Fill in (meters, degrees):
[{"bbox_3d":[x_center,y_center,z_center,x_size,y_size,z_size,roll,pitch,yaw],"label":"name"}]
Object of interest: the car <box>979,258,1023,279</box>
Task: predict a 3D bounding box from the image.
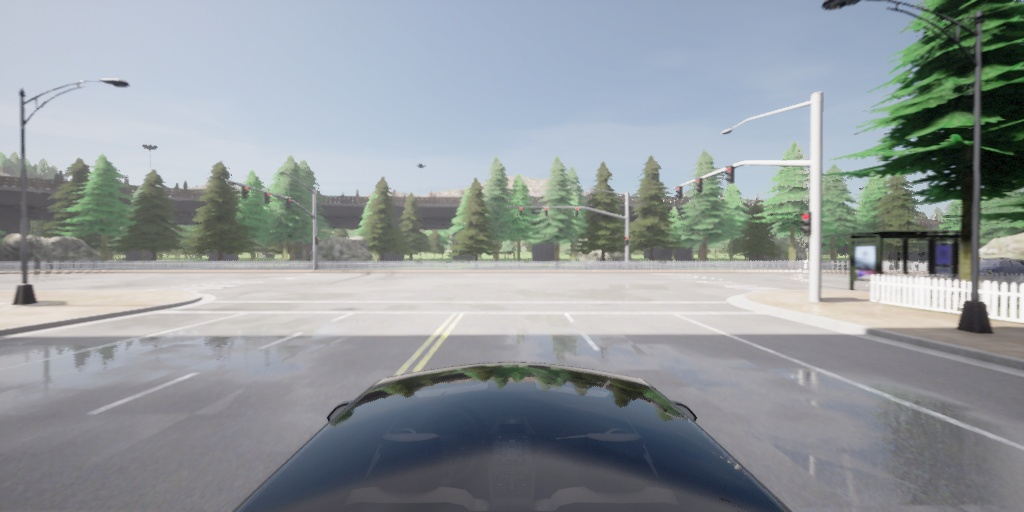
[{"bbox_3d":[36.057,0.965,26.658,5.357,1.411,2.033,0,1,2],"label":"car"}]
